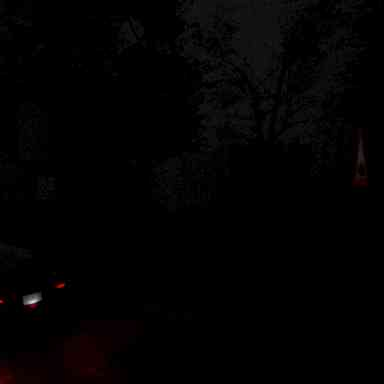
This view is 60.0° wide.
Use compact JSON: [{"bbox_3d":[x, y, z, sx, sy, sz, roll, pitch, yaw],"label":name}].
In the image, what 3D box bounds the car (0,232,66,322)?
[{"bbox_3d":[-4.335,1.500,6.474,4.674,1.442,1.812,-1,0,36],"label":"car"}]
